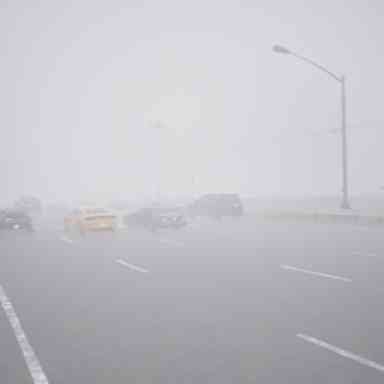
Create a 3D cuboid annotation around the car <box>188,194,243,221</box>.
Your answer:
[{"bbox_3d":[1.669,1.166,26.625,2.150,2.045,5.566,-1,0,-35],"label":"car"}]

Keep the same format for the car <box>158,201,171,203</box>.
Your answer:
[{"bbox_3d":[-2.578,1.502,26.595,1.882,1.535,5.008,-1,0,-35],"label":"car"}]

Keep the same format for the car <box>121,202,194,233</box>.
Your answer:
[{"bbox_3d":[-2.398,1.573,20.237,2.033,1.411,5.357,-1,0,-35],"label":"car"}]

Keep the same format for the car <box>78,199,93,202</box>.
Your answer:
[{"bbox_3d":[-13.727,1.701,42.520,1.882,1.535,5.008,-1,0,-35],"label":"car"}]

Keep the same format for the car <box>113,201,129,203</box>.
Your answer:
[{"bbox_3d":[-9.072,1.737,41.973,1.895,1.301,4.718,-1,0,-35],"label":"car"}]

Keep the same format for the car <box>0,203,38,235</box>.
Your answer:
[{"bbox_3d":[-11.132,1.695,20.511,1.837,1.490,4.892,-1,0,-35],"label":"car"}]

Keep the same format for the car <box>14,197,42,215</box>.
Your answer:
[{"bbox_3d":[-18.151,1.534,36.628,2.150,2.045,5.566,-1,0,-35],"label":"car"}]

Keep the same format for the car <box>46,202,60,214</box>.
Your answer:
[{"bbox_3d":[-16.010,1.833,39.677,1.994,1.385,4.181,-1,0,-35],"label":"car"}]

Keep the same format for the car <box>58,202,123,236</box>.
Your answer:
[{"bbox_3d":[-6.045,1.572,19.345,1.882,1.535,5.008,-1,0,-35],"label":"car"}]
